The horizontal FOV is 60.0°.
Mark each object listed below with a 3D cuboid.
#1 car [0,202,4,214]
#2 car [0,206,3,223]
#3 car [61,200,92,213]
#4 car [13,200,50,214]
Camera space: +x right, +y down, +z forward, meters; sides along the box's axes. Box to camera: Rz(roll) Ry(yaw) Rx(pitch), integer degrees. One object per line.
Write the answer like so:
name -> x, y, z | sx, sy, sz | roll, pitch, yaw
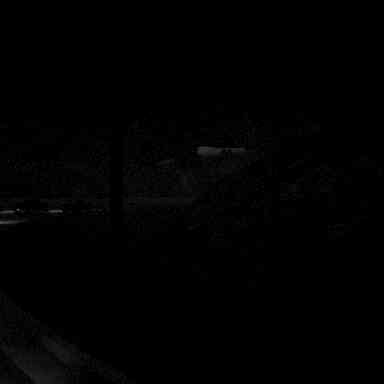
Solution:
car -> -22.070, 1.713, 34.779 | 1.895, 1.301, 4.718 | 0, 0, 5
car -> -14.420, 1.597, 22.304 | 1.812, 1.442, 4.674 | 0, 0, -14
car -> -13.949, 1.693, 40.396 | 1.812, 1.442, 4.674 | 0, 0, 14
car -> -18.080, 1.645, 37.784 | 1.837, 1.490, 4.892 | 0, 0, 9
